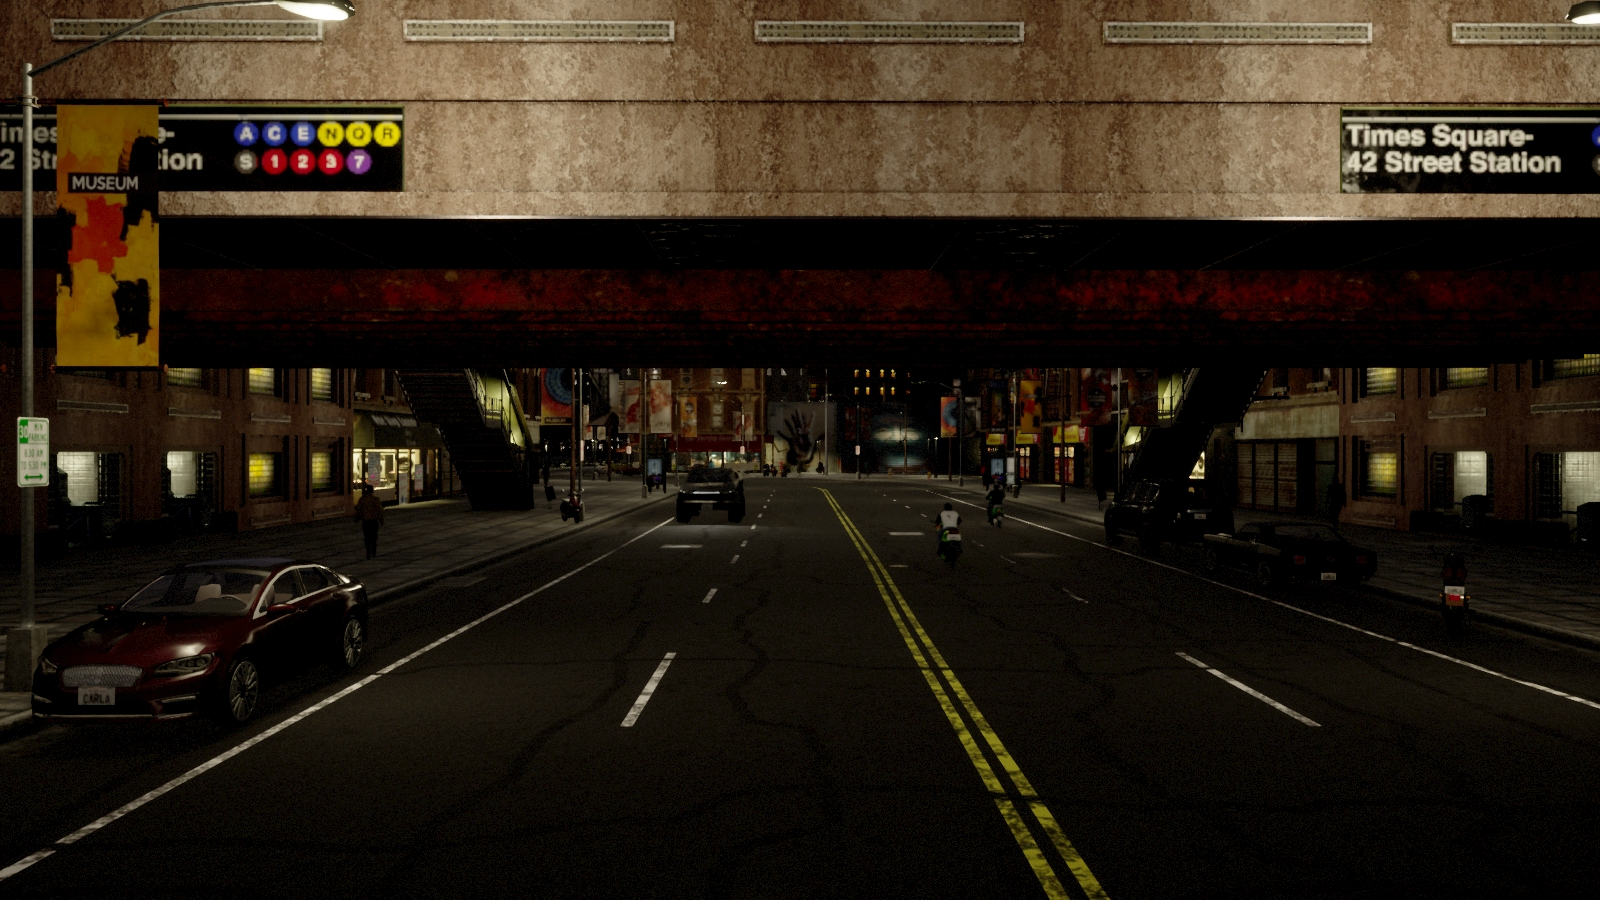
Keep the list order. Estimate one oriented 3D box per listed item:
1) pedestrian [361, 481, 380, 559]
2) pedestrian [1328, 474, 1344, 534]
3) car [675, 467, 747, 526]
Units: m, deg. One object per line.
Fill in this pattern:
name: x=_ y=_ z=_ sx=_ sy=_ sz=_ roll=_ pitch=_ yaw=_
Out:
pedestrian: x=-10.439 y=1.696 z=27.784 sx=0.375 sy=1.860 sz=0.375 roll=0 pitch=0 yaw=-13
pedestrian: x=16.965 y=1.699 z=36.159 sx=0.375 sy=1.860 sz=0.375 roll=0 pitch=0 yaw=5
car: x=-3.448 y=1.753 z=45.349 sx=2.390 sy=2.098 sz=6.274 roll=0 pitch=0 yaw=0
